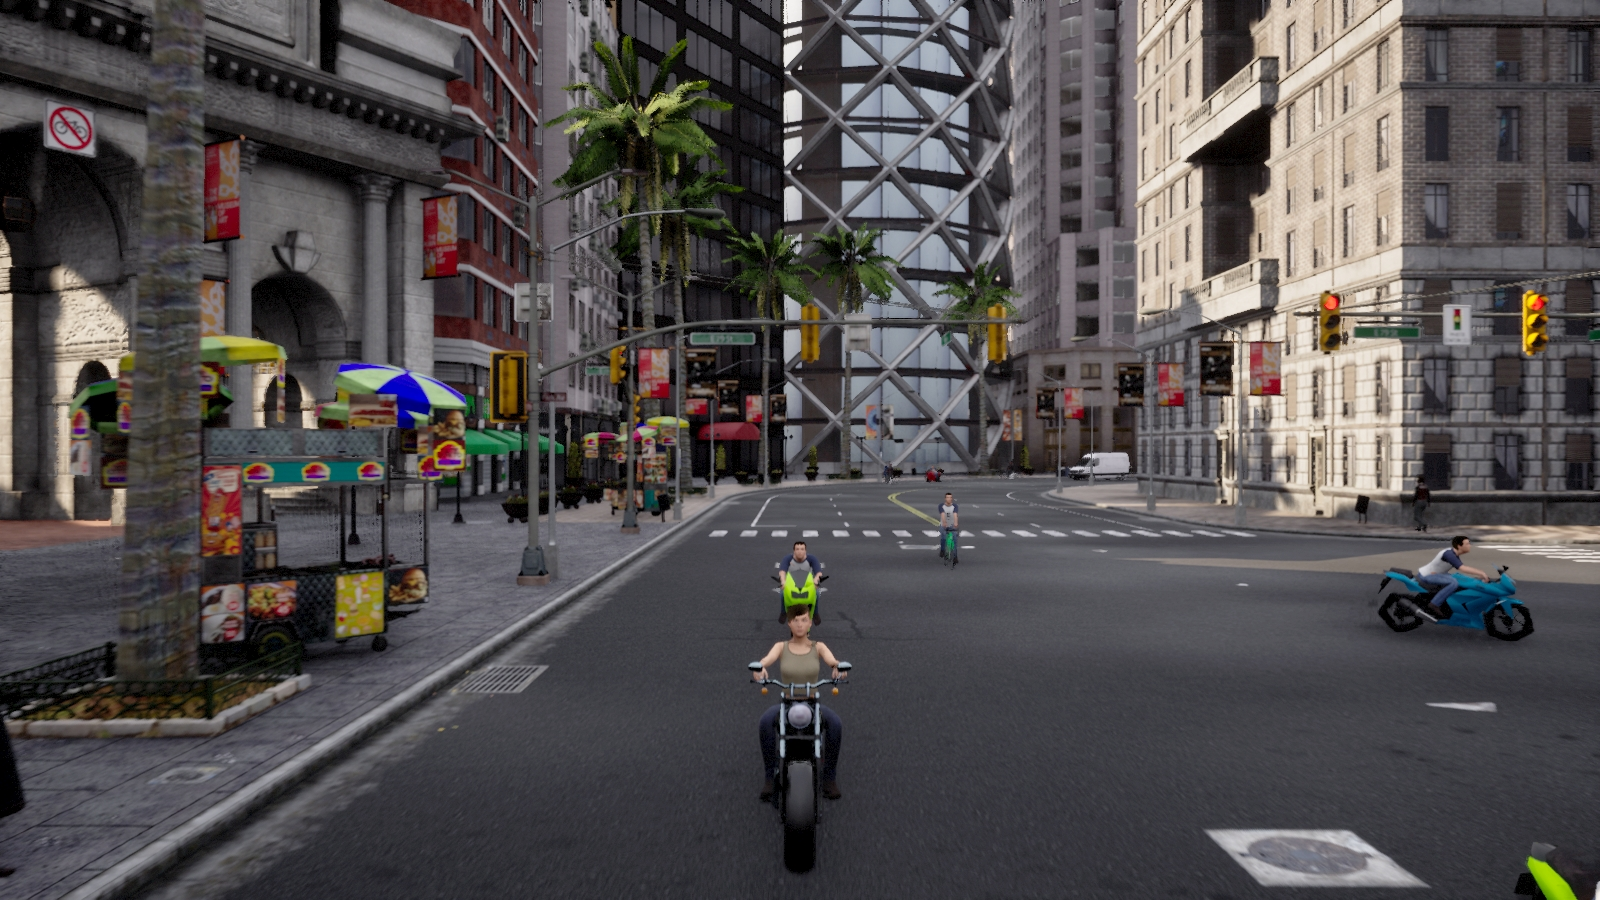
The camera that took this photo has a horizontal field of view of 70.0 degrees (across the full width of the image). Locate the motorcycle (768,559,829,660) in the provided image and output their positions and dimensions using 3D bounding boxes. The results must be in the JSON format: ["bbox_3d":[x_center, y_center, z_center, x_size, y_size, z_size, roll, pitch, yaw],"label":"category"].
[{"bbox_3d":[-0.020,2.213,16.183,0.803,1.145,2.033,0,0,0],"label":"motorcycle"}]

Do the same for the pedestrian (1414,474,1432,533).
[{"bbox_3d":[19.847,1.696,36.400,0.375,1.860,0.375,0,0,-4],"label":"pedestrian"}]

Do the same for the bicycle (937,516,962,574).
[{"bbox_3d":[3.501,2.206,26.798,0.373,1.196,1.643,0,0,0],"label":"bicycle"}]

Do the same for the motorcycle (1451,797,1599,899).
[{"bbox_3d":[3.480,2.213,4.384,0.803,1.145,2.033,0,0,0],"label":"motorcycle"}]

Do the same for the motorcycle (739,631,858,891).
[{"bbox_3d":[-0.010,2.170,8.466,0.764,1.277,2.356,0,0,0],"label":"motorcycle"}]
